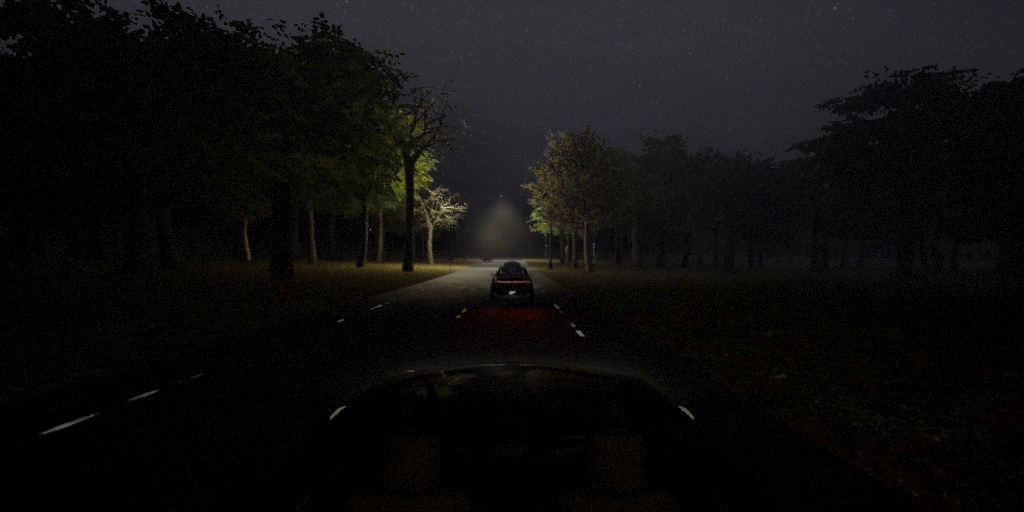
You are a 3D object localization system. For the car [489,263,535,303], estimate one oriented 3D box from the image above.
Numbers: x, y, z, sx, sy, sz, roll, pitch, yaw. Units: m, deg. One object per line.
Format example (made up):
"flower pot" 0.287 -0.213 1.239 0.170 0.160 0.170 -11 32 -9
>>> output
"car" 0.000 1.233 16.500 2.128 1.511 4.902 0 0 0
